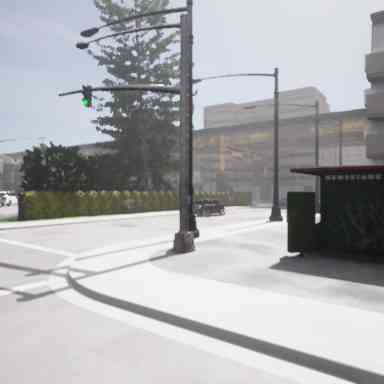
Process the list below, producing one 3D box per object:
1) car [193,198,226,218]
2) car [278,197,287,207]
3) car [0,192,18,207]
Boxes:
[{"bbox_3d":[1.149,1.349,28.931,1.837,1.490,4.892,0,0,36],"label":"car"},{"bbox_3d":[12.921,1.415,45.034,2.033,1.411,5.357,0,0,36],"label":"car"},{"bbox_3d":[-25.489,0.984,45.681,2.150,2.045,5.566,0,0,-10],"label":"car"}]
